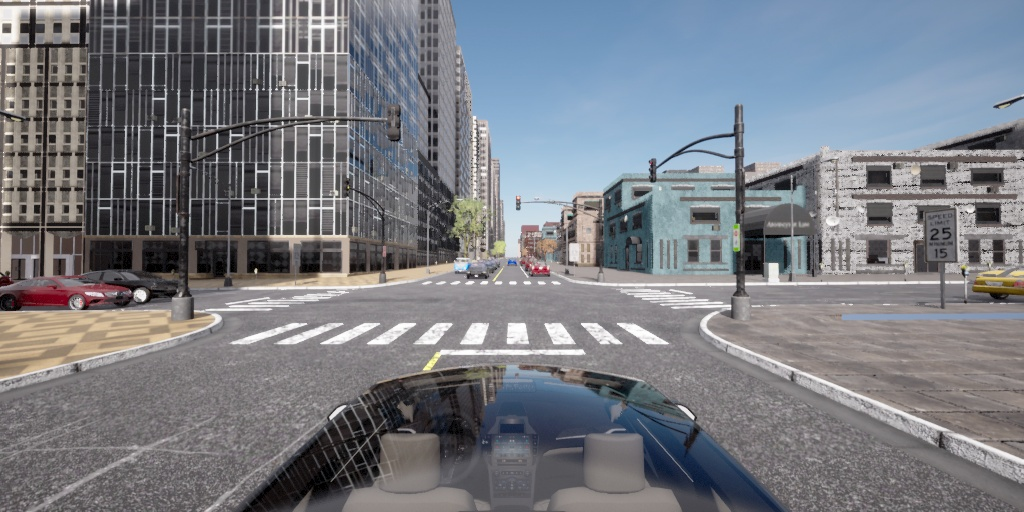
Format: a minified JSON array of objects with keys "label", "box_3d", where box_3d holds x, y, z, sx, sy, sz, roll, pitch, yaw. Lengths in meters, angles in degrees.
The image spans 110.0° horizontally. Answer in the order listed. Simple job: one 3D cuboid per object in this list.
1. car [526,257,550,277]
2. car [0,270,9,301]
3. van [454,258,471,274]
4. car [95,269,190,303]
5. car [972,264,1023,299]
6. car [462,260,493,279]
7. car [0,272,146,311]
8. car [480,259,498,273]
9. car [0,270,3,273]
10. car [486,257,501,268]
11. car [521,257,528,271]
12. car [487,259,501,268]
[{"label":"car","box_3d":[2.704,1.196,35.843,1.967,1.591,4.097,0,0,0]},{"label":"car","box_3d":[-27.385,1.465,16.716,4.902,1.511,2.128,-1,-1,1]},{"label":"van","box_3d":[-5.675,1.098,41.481,1.690,1.789,3.998,0,0,0]},{"label":"car","box_3d":[-17.888,1.360,16.623,5.008,1.535,1.882,-1,-1,0]},{"label":"car","box_3d":[20.694,0.995,13.631,4.829,1.417,1.751,0,0,1]},{"label":"car","box_3d":[-3.073,1.304,33.034,2.033,1.411,5.357,0,0,-1]},{"label":"car","box_3d":[-17.414,1.413,14.011,4.207,1.307,1.802,0,0,1]},{"label":"car","box_3d":[-3.084,1.321,42.337,1.994,1.385,4.181,0,0,0]},{"label":"car","box_3d":[-23.097,1.326,14.067,4.097,1.591,1.967,0,0,1]},{"label":"car","box_3d":[-3.077,1.306,52.181,2.033,1.411,5.357,0,0,0]},{"label":"car","box_3d":[2.709,1.073,47.191,2.192,1.841,5.009,0,0,0]},{"label":"car","box_3d":[-3.034,1.251,62.310,2.128,1.511,4.902,0,0,0]}]
